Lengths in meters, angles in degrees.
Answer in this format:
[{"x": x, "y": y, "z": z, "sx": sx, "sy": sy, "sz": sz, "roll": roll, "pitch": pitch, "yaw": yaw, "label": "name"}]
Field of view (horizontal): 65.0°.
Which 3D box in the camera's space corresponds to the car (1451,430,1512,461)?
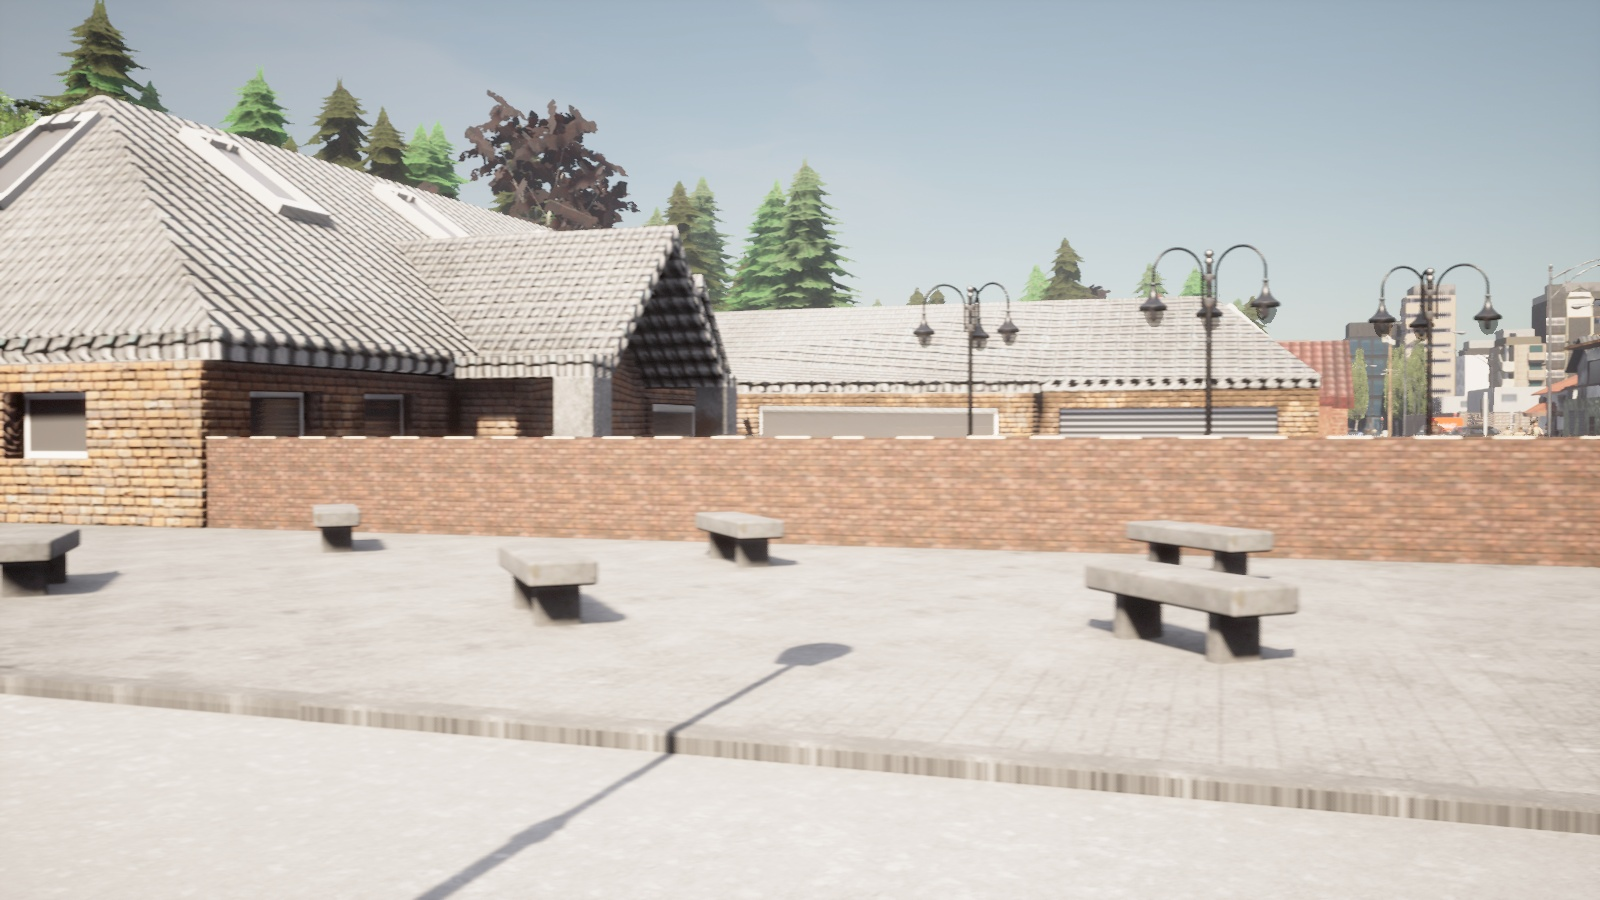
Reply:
[{"x": 38.376, "y": -0.294, "z": 70.813, "sx": 2.242, "sy": 1.667, "sz": 4.611, "roll": 1, "pitch": 1, "yaw": 19, "label": "car"}]
